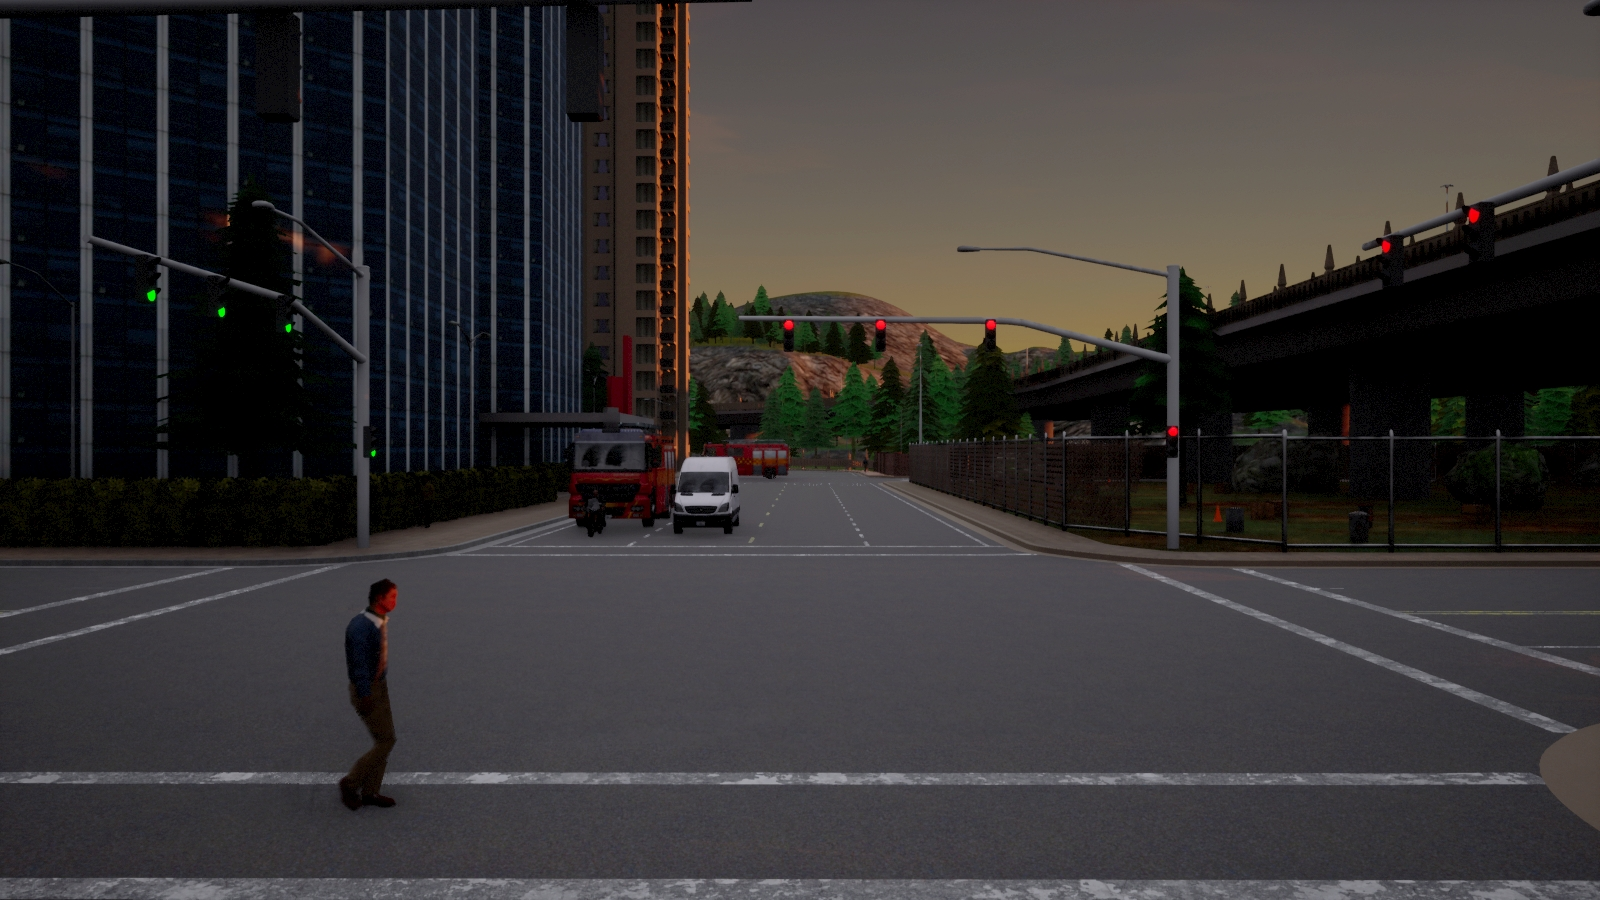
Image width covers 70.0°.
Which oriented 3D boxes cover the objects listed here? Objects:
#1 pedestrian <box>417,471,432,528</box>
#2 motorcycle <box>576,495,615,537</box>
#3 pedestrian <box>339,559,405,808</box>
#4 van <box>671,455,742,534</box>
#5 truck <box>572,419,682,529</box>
[{"bbox_3d":[-12.477,1.642,37.942,0.375,1.860,0.375,0,0,4],"label":"pedestrian"},{"bbox_3d":[-6.735,2.150,37.693,0.867,1.251,2.209,0,0,0],"label":"motorcycle"},{"bbox_3d":[-3.330,1.797,8.898,0.375,1.860,0.375,0,0,0],"label":"pedestrian"},{"bbox_3d":[-3.226,1.479,40.346,1.988,2.561,5.915,0,0,0],"label":"van"},{"bbox_3d":[-6.445,0.835,43.975,2.891,3.827,8.468,0,0,0],"label":"truck"}]
